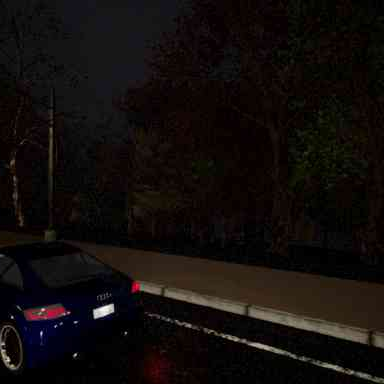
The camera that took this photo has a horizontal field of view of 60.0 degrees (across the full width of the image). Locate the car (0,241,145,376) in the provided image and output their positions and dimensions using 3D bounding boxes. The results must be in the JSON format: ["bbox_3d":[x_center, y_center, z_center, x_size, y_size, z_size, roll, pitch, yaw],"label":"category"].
[{"bbox_3d":[-2.786,1.563,5.654,4.181,1.385,1.994,0,0,37],"label":"car"}]
